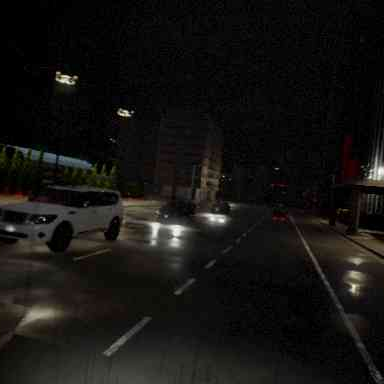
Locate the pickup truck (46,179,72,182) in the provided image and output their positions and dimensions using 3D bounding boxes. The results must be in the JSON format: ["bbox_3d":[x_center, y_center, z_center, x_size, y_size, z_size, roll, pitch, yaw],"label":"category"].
[{"bbox_3d":[-14.680,-0.401,37.069,6.274,2.098,2.390,6,0,-44],"label":"pickup truck"}]

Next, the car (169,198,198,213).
[{"bbox_3d":[-0.894,1.531,38.374,1.994,1.385,4.181,6,0,16],"label":"car"}]

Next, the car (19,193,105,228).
[{"bbox_3d":[-6.617,0.905,17.514,1.994,1.385,4.181,6,0,15],"label":"car"}]

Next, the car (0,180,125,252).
[{"bbox_3d":[-4.428,0.779,12.160,2.150,2.045,5.566,6,0,15],"label":"car"}]

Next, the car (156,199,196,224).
[{"bbox_3d":[-1.068,1.428,24.614,1.837,1.490,4.892,6,1,15],"label":"car"}]

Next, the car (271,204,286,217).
[{"bbox_3d":[13.351,3.056,50.795,1.895,1.301,4.718,6,0,15],"label":"car"}]

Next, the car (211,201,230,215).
[{"bbox_3d":[3.665,1.940,41.673,2.128,1.511,4.902,6,0,15],"label":"car"}]
